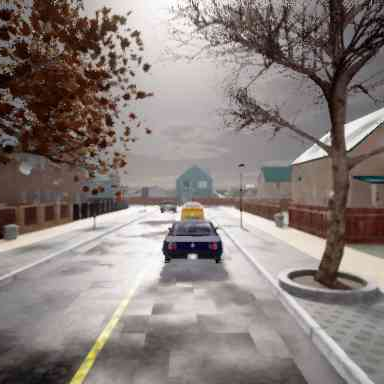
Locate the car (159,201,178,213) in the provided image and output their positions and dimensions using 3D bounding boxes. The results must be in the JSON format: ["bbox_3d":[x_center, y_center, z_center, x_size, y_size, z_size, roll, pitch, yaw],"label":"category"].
[{"bbox_3d":[-2.798,1.762,39.898,1.812,1.442,4.674,0,-1,1],"label":"car"}]

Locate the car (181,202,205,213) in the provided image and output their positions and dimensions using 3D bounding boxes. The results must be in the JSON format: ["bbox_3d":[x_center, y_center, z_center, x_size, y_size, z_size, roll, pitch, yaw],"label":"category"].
[{"bbox_3d":[0.052,1.621,28.572,1.882,1.535,5.008,0,-1,0],"label":"car"}]

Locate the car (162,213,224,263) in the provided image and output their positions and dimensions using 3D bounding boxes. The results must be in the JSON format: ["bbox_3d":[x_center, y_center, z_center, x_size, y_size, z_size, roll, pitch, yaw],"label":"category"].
[{"bbox_3d":[0.043,1.645,12.097,1.895,1.301,4.718,0,0,1],"label":"car"}]
